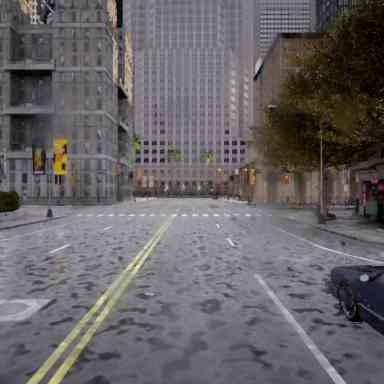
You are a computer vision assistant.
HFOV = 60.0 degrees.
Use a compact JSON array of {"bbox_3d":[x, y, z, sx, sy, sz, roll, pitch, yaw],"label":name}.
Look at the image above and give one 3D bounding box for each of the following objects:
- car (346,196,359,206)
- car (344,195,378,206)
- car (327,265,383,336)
[{"bbox_3d":[26.903,1.373,52.406,4.553,1.767,2.097,0,0,0],"label":"car"},{"bbox_3d":[28.370,1.374,55.887,4.553,1.767,2.097,0,0,0],"label":"car"},{"bbox_3d":[3.601,1.549,4.148,2.033,1.411,5.357,0,0,0],"label":"car"}]
